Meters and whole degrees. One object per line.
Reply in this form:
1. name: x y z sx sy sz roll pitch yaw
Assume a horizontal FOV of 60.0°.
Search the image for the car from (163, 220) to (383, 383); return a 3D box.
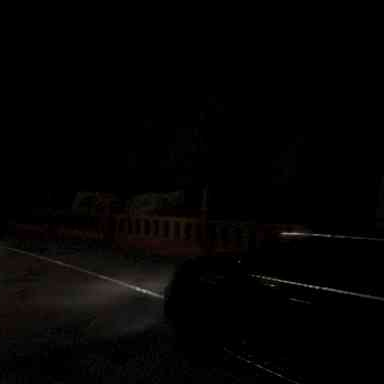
1. car: 1.952 1.356 4.044 2.150 2.045 5.566 2 -2 -41
